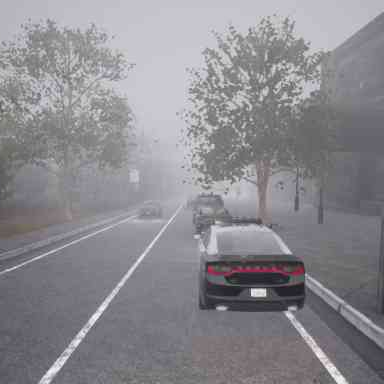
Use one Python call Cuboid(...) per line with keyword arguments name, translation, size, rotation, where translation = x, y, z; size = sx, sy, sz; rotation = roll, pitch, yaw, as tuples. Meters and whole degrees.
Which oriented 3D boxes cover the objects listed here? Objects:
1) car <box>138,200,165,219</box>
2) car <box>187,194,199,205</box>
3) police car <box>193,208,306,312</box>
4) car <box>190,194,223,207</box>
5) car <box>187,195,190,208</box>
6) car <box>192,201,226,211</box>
Cuboid(name="car", translation=(-3.399, 1.450, 28.603), size=(1.837, 1.490, 4.892), rotation=(0, 0, 0))
Cuboid(name="car", translation=(0.210, 1.242, 58.135), size=(2.097, 1.767, 4.553), rotation=(0, 0, 1))
Cuboid(name="police car", translation=(1.079, 1.410, 7.927), size=(1.930, 1.638, 5.238), rotation=(0, 0, 0))
Cuboid(name="car", translation=(1.133, 1.178, 23.917), size=(2.150, 2.045, 5.566), rotation=(0, 0, 0))
Cuboid(name="car", translation=(0.244, 1.513, 45.883), size=(1.895, 1.301, 4.718), rotation=(0, 0, 0))
Cuboid(name="car", translation=(1.113, 1.444, 17.866), size=(1.882, 1.535, 5.008), rotation=(0, 0, 0))
